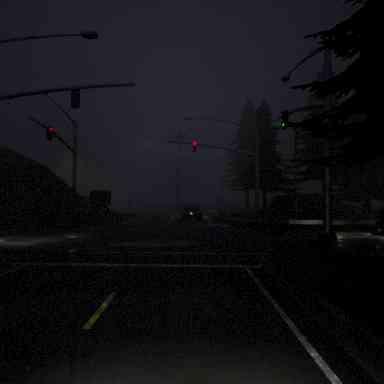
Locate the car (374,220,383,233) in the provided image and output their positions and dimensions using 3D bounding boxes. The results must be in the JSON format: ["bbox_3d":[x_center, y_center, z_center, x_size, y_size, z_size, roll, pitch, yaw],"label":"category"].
[{"bbox_3d":[14.205,1.868,21.188,4.553,1.767,2.097,0,-1,0],"label":"car"}]

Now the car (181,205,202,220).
[{"bbox_3d":[-0.069,1.913,31.999,1.994,1.385,4.181,0,-1,0],"label":"car"}]
